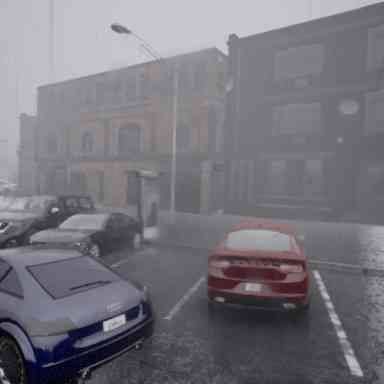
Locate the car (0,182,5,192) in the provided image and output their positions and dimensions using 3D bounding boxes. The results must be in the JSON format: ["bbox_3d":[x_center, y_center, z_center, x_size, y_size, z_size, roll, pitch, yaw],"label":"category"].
[{"bbox_3d":[-29.624,-0.209,46.785,4.674,1.452,2.002,1,6,6],"label":"car"}]

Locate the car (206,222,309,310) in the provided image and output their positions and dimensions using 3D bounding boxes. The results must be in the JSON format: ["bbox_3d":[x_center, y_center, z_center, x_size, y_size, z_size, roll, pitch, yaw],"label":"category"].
[{"bbox_3d":[1.643,1.454,7.909,2.097,1.535,5.008,0,0,15],"label":"car"}]

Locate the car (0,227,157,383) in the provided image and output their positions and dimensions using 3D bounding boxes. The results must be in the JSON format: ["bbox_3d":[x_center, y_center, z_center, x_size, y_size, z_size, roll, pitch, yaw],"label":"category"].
[{"bbox_3d":[-2.571,1.523,5.131,4.181,1.385,1.994,1,0,35],"label":"car"}]

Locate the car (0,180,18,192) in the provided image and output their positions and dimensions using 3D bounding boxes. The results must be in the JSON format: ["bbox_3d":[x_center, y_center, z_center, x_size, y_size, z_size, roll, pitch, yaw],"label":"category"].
[{"bbox_3d":[-28.273,-0.791,49.454,5.566,2.045,2.435,1,6,6],"label":"car"}]

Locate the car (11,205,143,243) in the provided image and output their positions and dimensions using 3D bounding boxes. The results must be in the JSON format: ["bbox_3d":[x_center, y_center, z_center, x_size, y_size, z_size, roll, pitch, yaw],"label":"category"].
[{"bbox_3d":[-3.314,1.405,11.355,2.097,1.535,5.008,1,0,14],"label":"car"}]

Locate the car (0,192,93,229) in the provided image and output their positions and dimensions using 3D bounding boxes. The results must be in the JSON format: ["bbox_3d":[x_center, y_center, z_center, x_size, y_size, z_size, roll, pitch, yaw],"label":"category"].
[{"bbox_3d":[-5.817,1.129,13.020,2.435,2.045,5.566,1,0,14],"label":"car"}]
